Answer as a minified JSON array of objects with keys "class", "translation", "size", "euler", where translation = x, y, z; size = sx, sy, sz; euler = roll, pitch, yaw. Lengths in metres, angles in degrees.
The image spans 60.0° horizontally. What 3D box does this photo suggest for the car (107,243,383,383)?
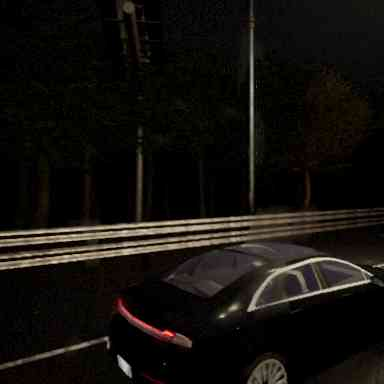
[{"class":"car","translation":[1.312,1.488,4.677],"size":[4.902,1.511,2.128],"euler":[0,0,-36]}]
